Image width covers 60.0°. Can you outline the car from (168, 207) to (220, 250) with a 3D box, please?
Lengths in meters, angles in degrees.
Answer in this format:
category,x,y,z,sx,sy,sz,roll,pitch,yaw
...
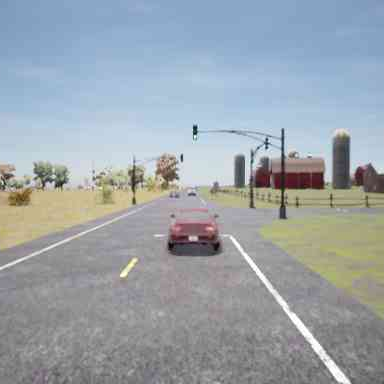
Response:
category,x,y,z,sx,sy,sz,roll,pitch,yaw
car,0.097,1.319,13.180,1.812,1.442,4.674,0,1,1

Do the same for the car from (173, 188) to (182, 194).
category,x,y,z,sx,sy,sz,roll,pitch,yaw
car,-3.513,-0.252,82.035,1.882,1.535,5.008,0,1,0

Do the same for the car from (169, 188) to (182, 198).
category,x,y,z,sx,sy,sz,roll,pitch,yaw
car,-3.525,0.422,66.532,2.128,1.511,4.902,0,1,0

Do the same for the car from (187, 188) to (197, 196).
category,x,y,z,sx,sy,sz,roll,pitch,yaw
car,-0.012,0.315,77.902,1.895,1.301,4.718,0,1,0
